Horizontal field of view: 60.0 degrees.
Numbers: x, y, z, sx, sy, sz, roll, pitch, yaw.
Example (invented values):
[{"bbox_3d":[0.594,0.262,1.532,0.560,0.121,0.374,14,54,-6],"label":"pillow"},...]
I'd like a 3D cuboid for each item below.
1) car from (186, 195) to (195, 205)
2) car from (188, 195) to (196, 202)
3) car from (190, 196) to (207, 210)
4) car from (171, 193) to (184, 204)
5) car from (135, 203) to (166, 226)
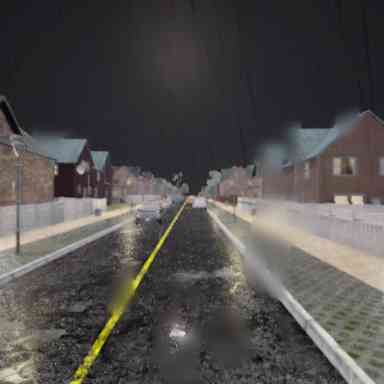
[{"bbox_3d":[-0.021,1.517,60.921,1.882,1.535,5.008,0,0,0],"label":"car"},{"bbox_3d":[-0.027,1.477,76.022,1.837,1.490,4.892,0,0,0],"label":"car"},{"bbox_3d":[0.948,1.537,42.235,1.812,1.442,4.674,0,0,0],"label":"car"},{"bbox_3d":[-2.788,1.302,64.387,2.150,2.045,5.566,0,0,0],"label":"car"},{"bbox_3d":[-2.857,1.521,23.787,1.812,1.442,4.674,0,0,0],"label":"car"}]
